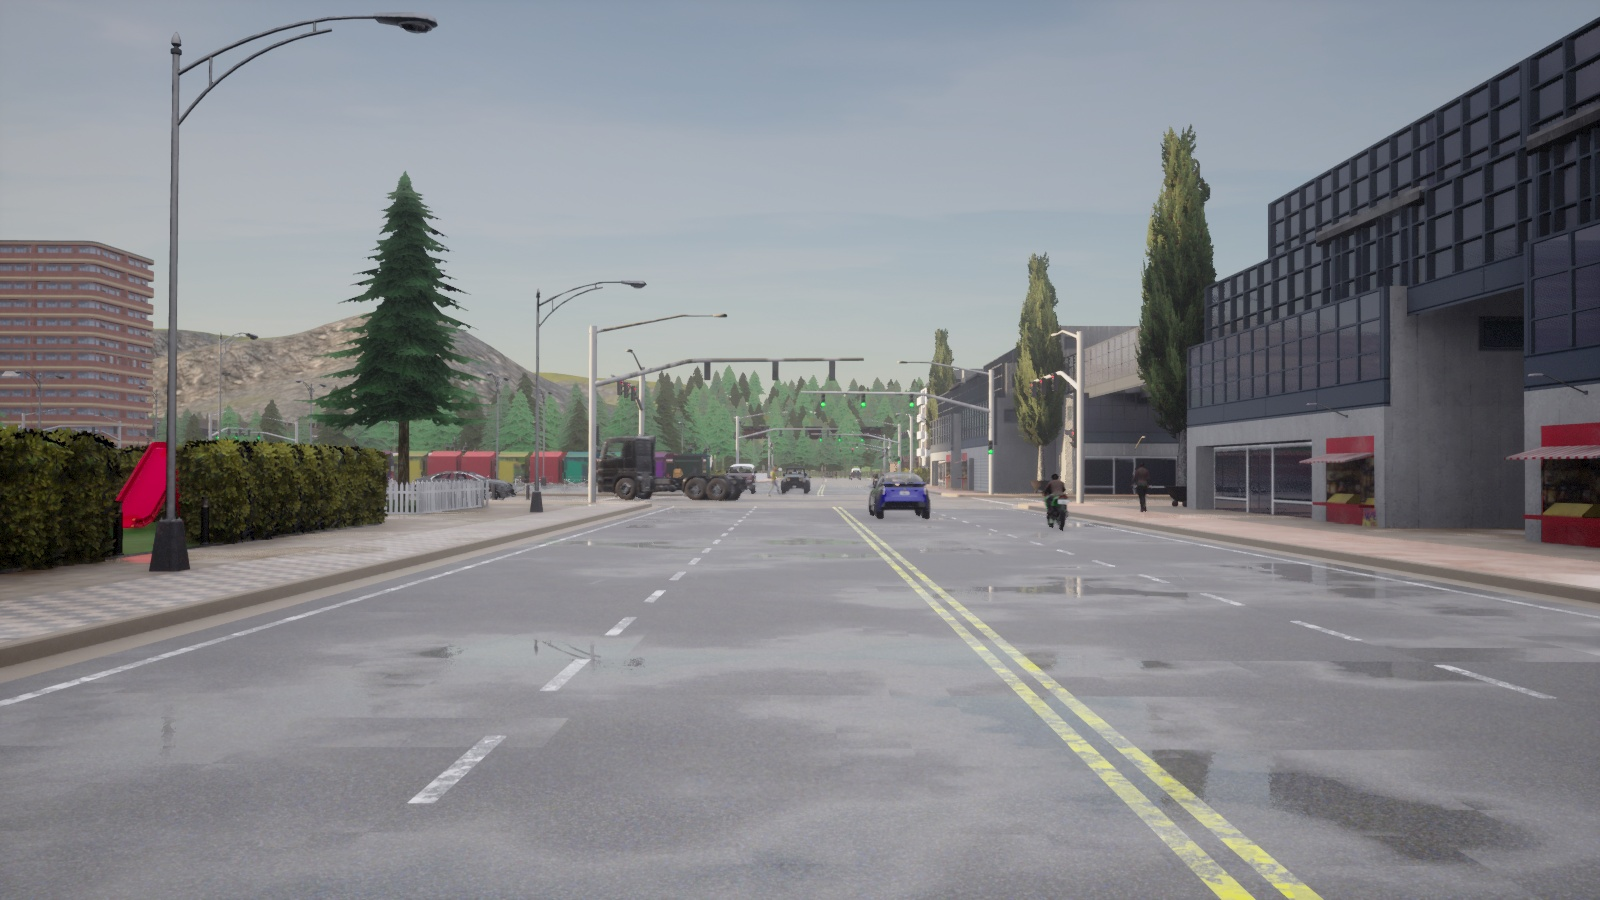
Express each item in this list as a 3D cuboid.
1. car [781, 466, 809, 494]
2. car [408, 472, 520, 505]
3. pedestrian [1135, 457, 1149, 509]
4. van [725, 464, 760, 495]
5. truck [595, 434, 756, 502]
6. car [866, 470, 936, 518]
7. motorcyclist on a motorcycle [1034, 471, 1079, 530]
[{"bbox_3d":[-0.334,2.079,87.593,1.905,1.878,3.866,0,-1,1],"label":"car"},{"bbox_3d":[-16.275,1.858,61.007,4.902,1.511,2.128,0,-1,0],"label":"car"},{"bbox_3d":[12.113,1.169,44.454,0.328,1.805,0.869,0,-1,6],"label":"pedestrian"},{"bbox_3d":[-3.870,1.979,85.083,2.069,2.038,4.480,0,-1,1],"label":"van"},{"bbox_3d":[-6.549,0.969,66.272,7.936,3.462,2.891,0,-1,14],"label":"truck"},{"bbox_3d":[3.394,1.467,42.939,2.007,1.525,4.514,0,-1,0],"label":"car"},{"bbox_3d":[6.916,1.337,33.929,0.797,1.523,2.044,0,-1,0],"label":"motorcyclist on a motorcycle"}]
